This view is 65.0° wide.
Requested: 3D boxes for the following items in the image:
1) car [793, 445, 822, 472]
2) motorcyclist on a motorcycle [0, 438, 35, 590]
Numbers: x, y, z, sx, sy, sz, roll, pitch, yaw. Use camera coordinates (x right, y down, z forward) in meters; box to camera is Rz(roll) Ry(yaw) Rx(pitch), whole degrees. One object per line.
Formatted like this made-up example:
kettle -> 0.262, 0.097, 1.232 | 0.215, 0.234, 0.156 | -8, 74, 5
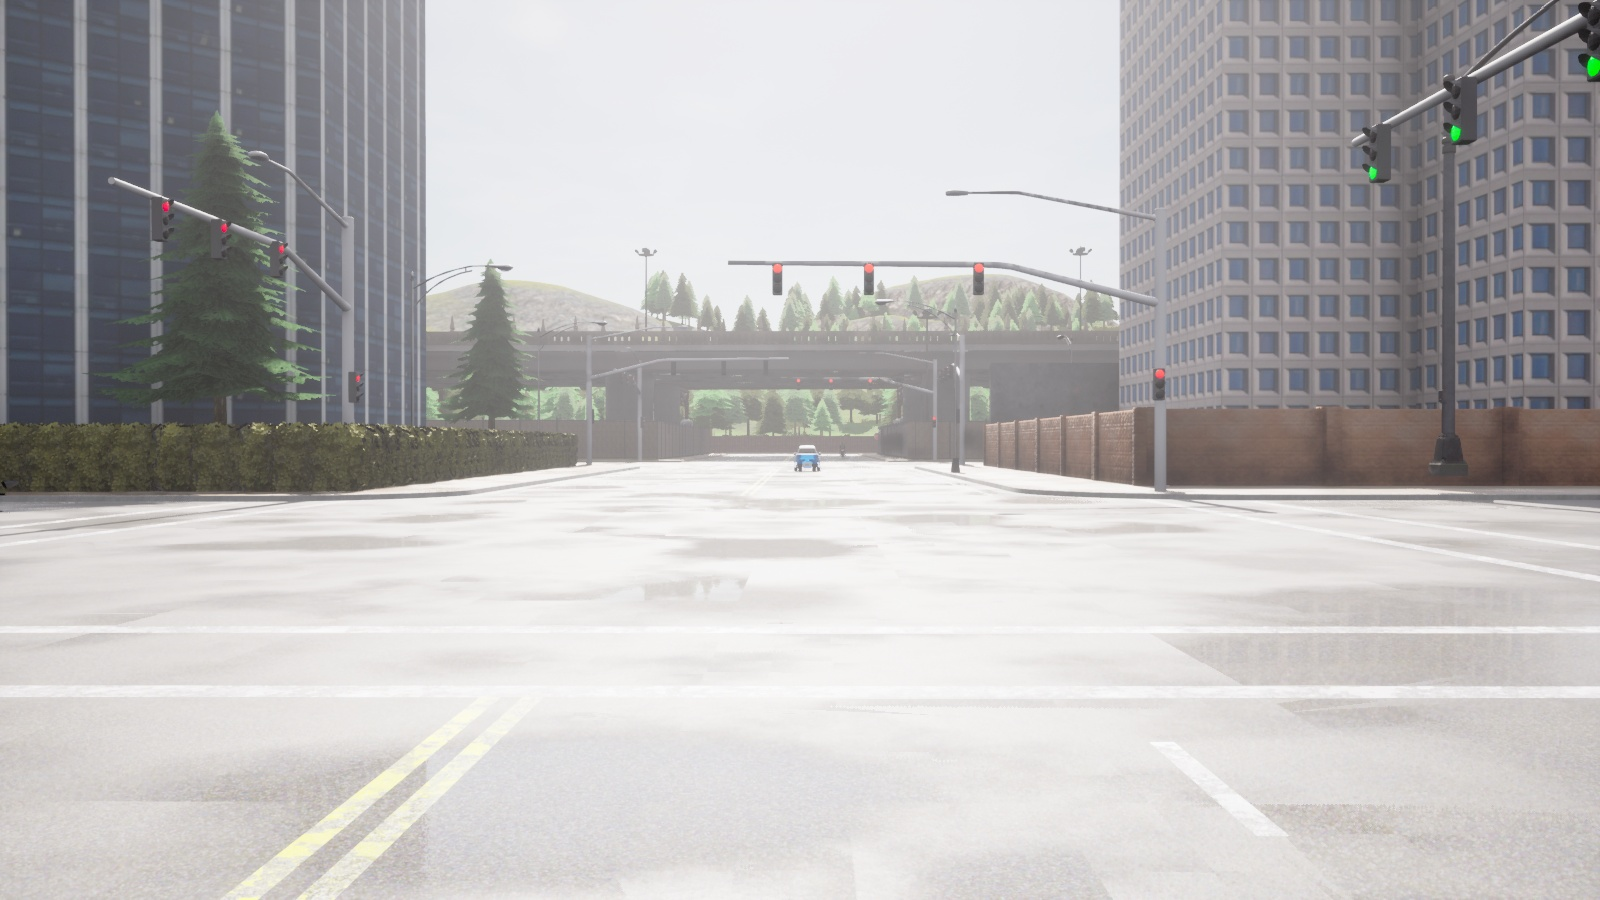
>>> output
car -> 0.382, 0.428, 66.321 | 1.481, 1.376, 2.207 | 0, 0, 0
motorcyclist on a motorcycle -> -8.777, 0.647, 13.280 | 0.797, 1.523, 2.044 | -3, 2, -40
